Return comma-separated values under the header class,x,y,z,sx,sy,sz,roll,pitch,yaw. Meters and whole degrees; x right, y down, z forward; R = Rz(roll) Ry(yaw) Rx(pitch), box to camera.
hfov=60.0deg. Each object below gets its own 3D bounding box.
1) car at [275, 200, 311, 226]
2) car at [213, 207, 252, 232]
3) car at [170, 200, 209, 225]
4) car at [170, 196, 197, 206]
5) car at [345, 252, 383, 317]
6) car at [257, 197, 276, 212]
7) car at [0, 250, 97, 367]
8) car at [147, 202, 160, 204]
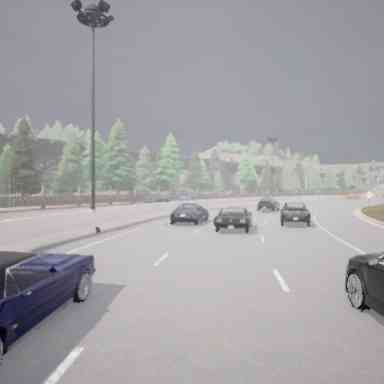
class,x,y,z,sx,sy,sz,roll,pitch,yaw
car,6.972,1.415,22.659,2.128,1.511,4.902,0,0,15
car,2.518,1.521,19.457,1.895,1.301,4.718,0,0,13
car,-0.084,1.457,23.215,1.994,1.385,4.181,0,0,14
car,-1.219,1.295,49.207,1.812,1.442,4.674,0,0,28
car,3.904,1.485,4.782,2.128,1.511,4.902,0,0,3
car,8.638,1.368,37.255,1.837,1.490,4.892,0,0,24
car,-3.113,1.564,5.158,1.895,1.301,4.718,0,0,3
car,-5.316,1.106,48.915,2.097,1.767,4.553,0,0,27
